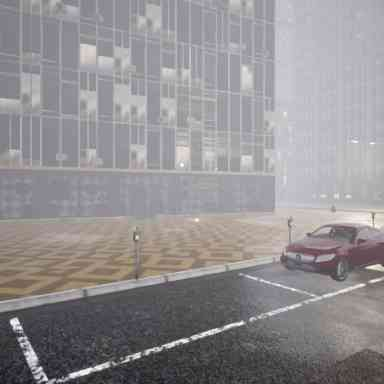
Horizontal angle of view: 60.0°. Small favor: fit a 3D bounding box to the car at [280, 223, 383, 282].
[{"bbox_3d":[4.404,1.579,9.712,4.206,1.307,1.802,0,0,-36],"label":"car"}]
